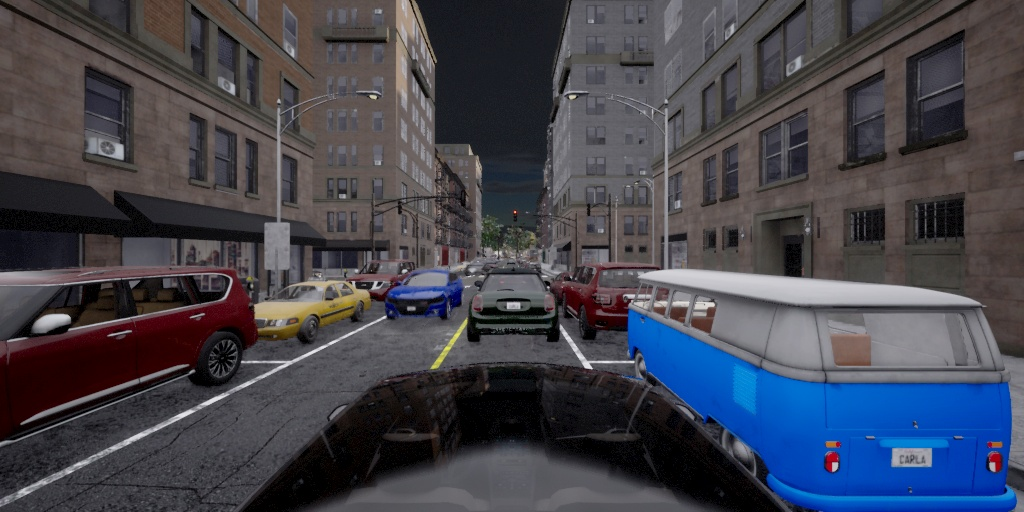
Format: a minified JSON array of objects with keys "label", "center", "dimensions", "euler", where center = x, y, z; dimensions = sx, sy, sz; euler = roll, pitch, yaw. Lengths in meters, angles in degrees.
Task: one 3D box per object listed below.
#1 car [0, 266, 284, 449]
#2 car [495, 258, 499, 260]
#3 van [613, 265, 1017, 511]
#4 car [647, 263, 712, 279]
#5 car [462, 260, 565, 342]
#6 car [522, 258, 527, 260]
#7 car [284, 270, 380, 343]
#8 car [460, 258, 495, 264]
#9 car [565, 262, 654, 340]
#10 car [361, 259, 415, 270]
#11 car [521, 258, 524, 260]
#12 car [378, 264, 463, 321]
[{"label":"car","center":[-5.403,1.065,4.200],"dimensions":[2.192,1.841,5.009],"euler":[0,0,0]},{"label":"car","center":[-2.938,1.313,50.313],"dimensions":[1.994,1.385,4.181],"euler":[0,0,0]},{"label":"van","center":[2.634,1.091,4.214],"dimensions":[1.690,1.789,3.998],"euler":[0,0,0]},{"label":"car","center":[14.305,1.278,30.752],"dimensions":[4.718,1.301,1.895],"euler":[0,0,-3]},{"label":"car","center":[0.018,1.102,9.928],"dimensions":[2.097,1.767,4.553],"euler":[0,0,0]},{"label":"car","center":[2.560,1.299,42.580],"dimensions":[2.007,1.370,4.403],"euler":[0,0,0]},{"label":"car","center":[-5.414,1.275,9.708],"dimensions":[1.751,1.417,4.829],"euler":[0,0,0]},{"label":"car","center":[-3.487,1.241,36.865],"dimensions":[2.128,1.511,4.902],"euler":[0,0,7]},{"label":"car","center":[2.623,1.065,9.892],"dimensions":[2.192,1.841,5.009],"euler":[0,0,0]},{"label":"car","center":[-5.427,1.064,15.557],"dimensions":[2.192,1.841,5.009],"euler":[0,0,0]},{"label":"car","center":[2.549,1.294,48.061],"dimensions":[1.888,1.381,4.507],"euler":[0,0,0]},{"label":"car","center":[-2.871,1.227,12.708],"dimensions":[1.882,1.535,5.008],"euler":[0,0,0]}]
